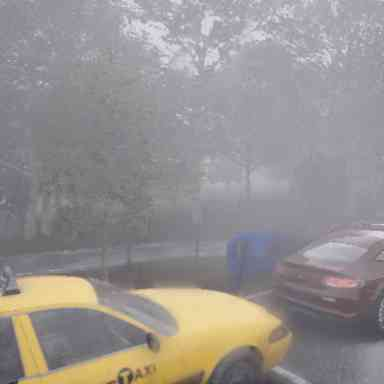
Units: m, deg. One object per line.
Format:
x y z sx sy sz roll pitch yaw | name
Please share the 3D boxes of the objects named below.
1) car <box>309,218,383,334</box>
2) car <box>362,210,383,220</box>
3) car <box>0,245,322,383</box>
3.643 1.496 6.653 4.674 1.452 2.002 0 0 -33 | car
7.201 1.399 12.024 2.097 1.767 4.553 1 -3 -32 | car
-1.349 1.474 3.084 5.366 1.575 1.946 -1 0 -33 | car
